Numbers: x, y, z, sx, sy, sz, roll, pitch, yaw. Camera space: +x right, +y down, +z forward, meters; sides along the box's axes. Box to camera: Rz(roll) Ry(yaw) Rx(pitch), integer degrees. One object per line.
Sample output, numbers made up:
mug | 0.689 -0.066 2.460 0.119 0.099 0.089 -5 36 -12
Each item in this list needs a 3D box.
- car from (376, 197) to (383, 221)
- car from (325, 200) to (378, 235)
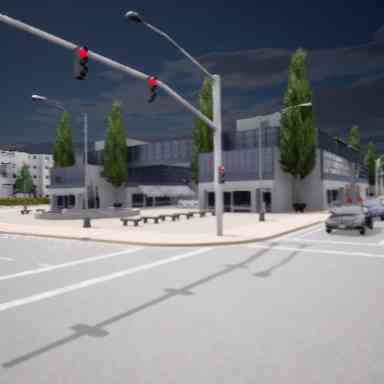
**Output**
car | 13.751 1.322 25.324 1.812 1.442 4.674 -1 0 35
car | 8.680 1.405 18.199 1.812 1.442 4.674 -1 0 35
